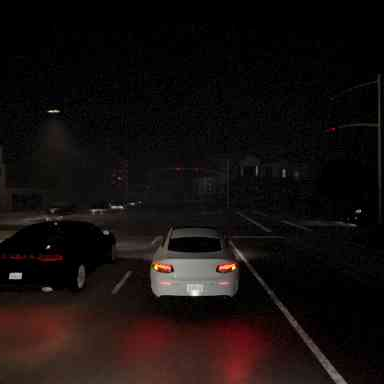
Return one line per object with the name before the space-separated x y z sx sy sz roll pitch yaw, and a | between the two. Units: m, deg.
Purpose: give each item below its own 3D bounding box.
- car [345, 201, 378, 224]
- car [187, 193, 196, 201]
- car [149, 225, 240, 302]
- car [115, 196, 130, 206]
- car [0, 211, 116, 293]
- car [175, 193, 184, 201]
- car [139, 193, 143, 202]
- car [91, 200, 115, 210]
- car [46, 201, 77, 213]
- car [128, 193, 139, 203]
car | 14.246 1.491 25.507 4.553 1.767 2.097 0 -1 0
car | -0.009 1.414 89.313 2.150 2.045 5.566 0 -1 0
car | 0.066 1.540 8.185 1.812 1.442 4.674 0 0 0
car | -14.037 1.985 64.712 1.895 1.301 4.718 0 1 1
car | -3.430 1.498 8.971 1.882 1.535 5.008 0 0 0
car | -3.509 1.418 89.010 2.150 2.045 5.566 0 0 0
car | -14.009 1.407 86.129 2.150 2.045 5.566 0 0 0
car | -14.105 1.976 51.942 2.033 1.411 5.357 0 0 0
car | -14.103 1.775 36.112 2.128 1.511 4.902 0 -1 0
car | -14.008 1.599 74.959 2.097 1.767 4.553 0 1 0
